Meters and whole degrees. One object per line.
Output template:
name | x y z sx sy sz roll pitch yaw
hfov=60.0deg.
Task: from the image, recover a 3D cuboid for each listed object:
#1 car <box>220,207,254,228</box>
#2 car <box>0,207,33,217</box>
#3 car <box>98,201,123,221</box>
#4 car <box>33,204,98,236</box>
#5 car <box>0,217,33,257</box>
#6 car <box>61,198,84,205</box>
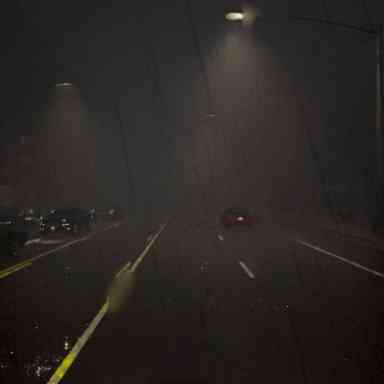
car | 3.082 1.711 23.388 1.994 1.385 4.181 0 -1 -1
car | -10.949 1.717 20.541 2.128 1.511 4.902 0 -1 -1
car | -7.598 1.637 29.837 2.097 1.767 4.553 0 -1 -1
car | -7.441 1.700 20.114 1.837 1.490 4.892 0 -1 -1
car | -7.259 1.712 10.727 1.895 1.301 4.718 0 0 -1
car | -11.107 1.668 30.435 2.097 1.767 4.553 0 -1 -1
